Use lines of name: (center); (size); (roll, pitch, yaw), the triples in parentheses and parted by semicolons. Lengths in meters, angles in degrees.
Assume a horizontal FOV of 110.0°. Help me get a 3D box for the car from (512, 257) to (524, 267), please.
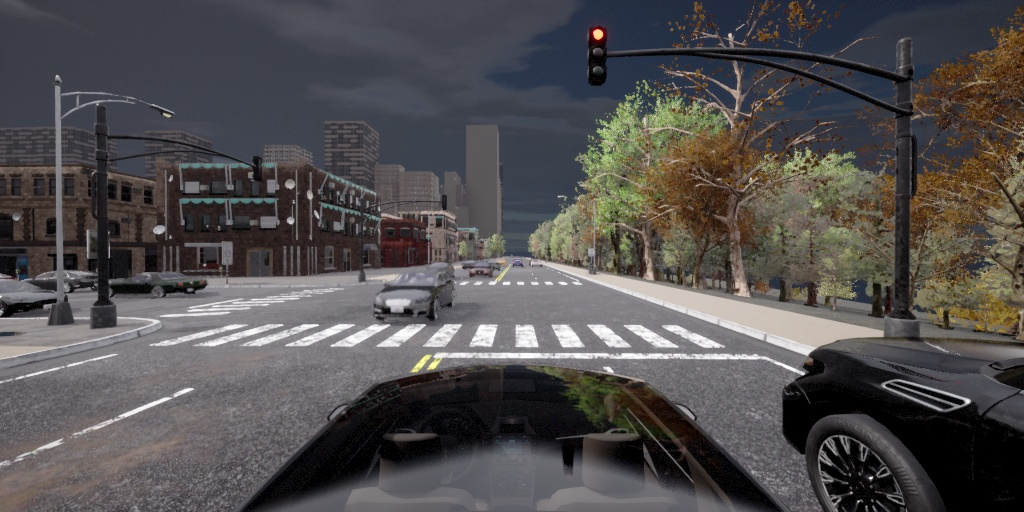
car: (1.026, 1.252, 63.751); (1.812, 1.442, 4.674); (0, 0, 1)

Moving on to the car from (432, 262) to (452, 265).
car: (-6.125, 1.247, 30.916); (1.837, 1.490, 4.892); (0, 0, 1)

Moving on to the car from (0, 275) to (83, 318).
car: (-19.762, 1.565, 13.673); (4.313, 1.339, 1.948); (0, 0, 1)

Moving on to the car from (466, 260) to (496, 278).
car: (-2.828, 1.302, 33.668); (1.994, 1.385, 4.181); (0, 0, 1)

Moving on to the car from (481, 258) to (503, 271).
car: (-2.594, 1.298, 47.431); (1.994, 1.385, 4.181); (0, 0, 1)

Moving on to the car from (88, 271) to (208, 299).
car: (-19.365, 1.540, 19.300); (4.718, 1.301, 1.895); (-1, 1, 4)

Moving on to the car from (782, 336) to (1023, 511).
car: (3.321, 0.972, 0.625); (2.150, 2.045, 5.566); (0, 0, 1)

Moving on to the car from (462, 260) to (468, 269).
car: (-5.796, 1.280, 50.317); (2.033, 1.411, 5.357); (0, 0, 1)

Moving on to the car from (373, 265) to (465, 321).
car: (-3.183, 1.239, 12.517); (2.128, 1.511, 4.902); (0, 0, 1)

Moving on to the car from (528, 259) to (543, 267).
car: (4.386, 1.327, 64.080); (1.895, 1.301, 4.718); (0, 0, 1)

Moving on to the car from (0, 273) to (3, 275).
car: (-33.486, 1.654, 22.424); (4.207, 1.307, 1.802); (0, 0, 1)

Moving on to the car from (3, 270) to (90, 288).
car: (-27.951, 1.560, 22.324); (4.403, 1.370, 2.007); (0, 0, 1)
